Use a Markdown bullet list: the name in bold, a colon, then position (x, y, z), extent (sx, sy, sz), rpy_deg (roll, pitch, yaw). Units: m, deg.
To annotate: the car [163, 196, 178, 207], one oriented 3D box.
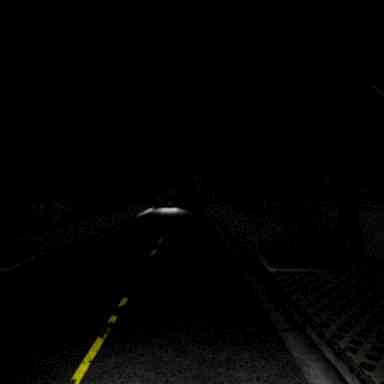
- **car**: position (-2.879, 1.262, 45.354), extent (2.128, 1.511, 4.902), rpy_deg (0, 1, 0)
